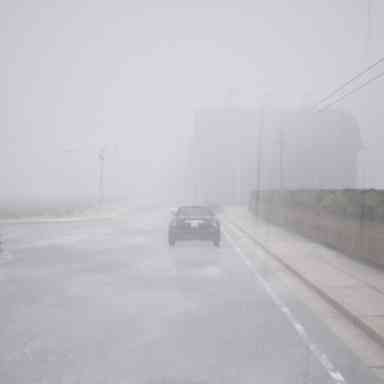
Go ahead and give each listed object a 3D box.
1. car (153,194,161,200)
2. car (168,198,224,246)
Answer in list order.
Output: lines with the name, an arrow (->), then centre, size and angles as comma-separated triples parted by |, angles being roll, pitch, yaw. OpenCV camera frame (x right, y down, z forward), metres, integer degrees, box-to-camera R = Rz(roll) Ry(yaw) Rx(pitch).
car -> -8.583, 1.222, 82.826 | 1.895, 1.301, 4.718 | 0, 0, -3
car -> 0.101, 1.284, 15.081 | 2.097, 1.767, 4.553 | 0, 0, 0
